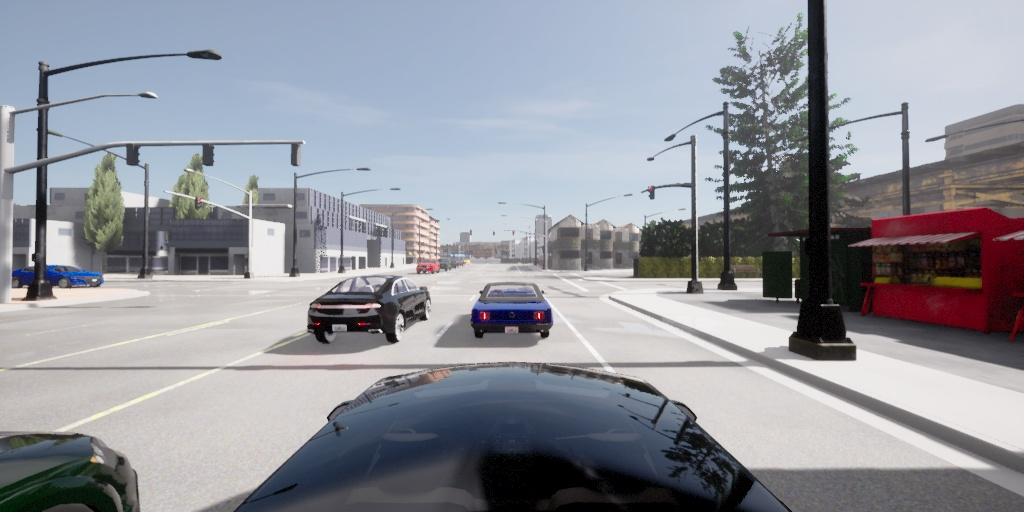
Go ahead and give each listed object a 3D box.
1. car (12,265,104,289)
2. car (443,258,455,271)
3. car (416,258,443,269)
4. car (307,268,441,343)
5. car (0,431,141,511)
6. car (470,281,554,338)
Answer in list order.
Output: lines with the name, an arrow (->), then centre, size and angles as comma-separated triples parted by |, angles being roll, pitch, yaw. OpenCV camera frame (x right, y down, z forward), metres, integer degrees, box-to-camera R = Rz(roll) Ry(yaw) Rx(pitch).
car -> -29.746, 1.311, 23.405 | 5.008, 1.535, 1.882 | 0, -1, 0
car -> -11.146, 1.376, 57.652 | 2.150, 2.045, 5.566 | 0, 0, 0
car -> -11.053, 1.326, 47.604 | 2.150, 2.045, 5.566 | 0, 0, -1
car -> -3.510, 1.255, 9.707 | 2.128, 1.511, 4.902 | 0, 0, 0
car -> -3.373, 1.314, 0.538 | 1.994, 1.385, 4.181 | 0, 0, -1
car -> -0.010, 1.363, 10.185 | 1.895, 1.301, 4.718 | 0, 0, 0
